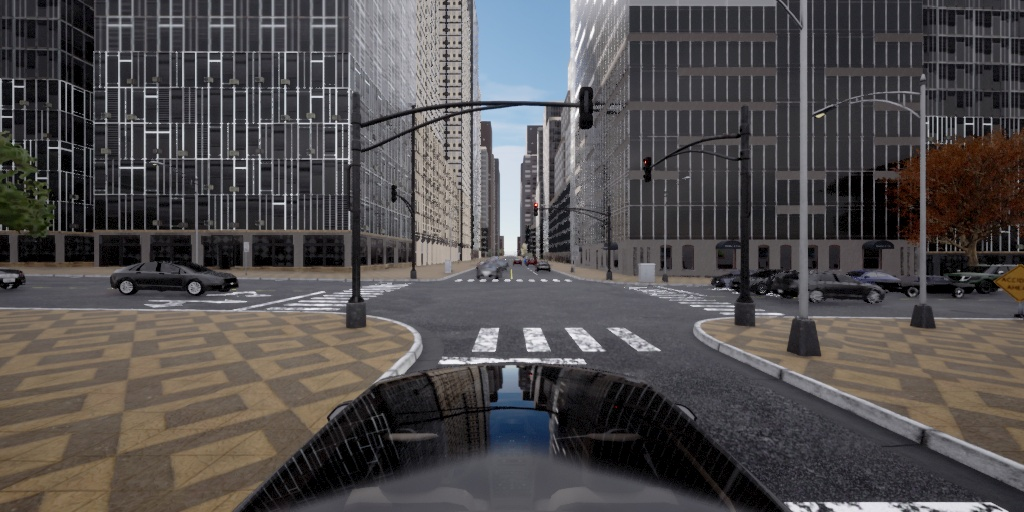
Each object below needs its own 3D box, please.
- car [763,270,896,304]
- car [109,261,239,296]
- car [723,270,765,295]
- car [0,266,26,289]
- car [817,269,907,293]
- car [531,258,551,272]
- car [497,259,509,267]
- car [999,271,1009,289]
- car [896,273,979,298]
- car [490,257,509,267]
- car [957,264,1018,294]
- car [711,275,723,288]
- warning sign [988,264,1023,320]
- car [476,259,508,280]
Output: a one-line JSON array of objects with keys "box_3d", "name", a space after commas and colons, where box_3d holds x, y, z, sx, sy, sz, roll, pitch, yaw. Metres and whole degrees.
[{"box_3d": [15.881, 1.567, 18.085, 4.892, 1.490, 1.837, 1, 0, -3], "name": "car"}, {"box_3d": [-15.512, 0.995, 16.649, 4.892, 1.490, 1.837, 1, 0, -3], "name": "car"}, {"box_3d": [15.789, 1.564, 21.579, 4.892, 1.490, 1.837, 1, 0, -4], "name": "car"}, {"box_3d": [-25.296, 0.802, 16.194, 4.902, 1.511, 2.128, 1, 0, -3], "name": "car"}, {"box_3d": [24.561, 1.741, 25.232, 4.674, 1.442, 1.812, 1, 0, -3], "name": "car"}, {"box_3d": [3.907, 1.329, 45.974, 1.948, 1.339, 4.313, 0, 0, 0], "name": "car"}, {"box_3d": [-1.601, 1.315, 65.301, 1.994, 1.385, 4.181, 0, 0, 0], "name": "car"}, {"box_3d": [34.124, 1.914, 22.418, 4.674, 1.442, 1.812, 1, 0, -2], "name": "car"}, {"box_3d": [25.033, 1.826, 22.004, 4.718, 1.301, 1.895, 1, 0, -3], "name": "car"}, {"box_3d": [-1.565, 1.254, 47.817, 2.128, 1.511, 4.902, 0, 0, 0], "name": "car"}, {"box_3d": [34.189, 1.610, 25.680, 5.566, 2.045, 2.150, 1, 0, -3], "name": "car"}, {"box_3d": [16.160, 1.629, 24.839, 4.181, 1.385, 1.994, 1, 0, -3], "name": "car"}, {"box_3d": [17.270, 1.204, 12.178, 1.060, 1.860, 1.300, 0, 0, -3], "name": "warning sign"}, {"box_3d": [-1.881, 1.261, 31.288, 2.128, 1.511, 4.902, 0, 0, 5], "name": "car"}]
